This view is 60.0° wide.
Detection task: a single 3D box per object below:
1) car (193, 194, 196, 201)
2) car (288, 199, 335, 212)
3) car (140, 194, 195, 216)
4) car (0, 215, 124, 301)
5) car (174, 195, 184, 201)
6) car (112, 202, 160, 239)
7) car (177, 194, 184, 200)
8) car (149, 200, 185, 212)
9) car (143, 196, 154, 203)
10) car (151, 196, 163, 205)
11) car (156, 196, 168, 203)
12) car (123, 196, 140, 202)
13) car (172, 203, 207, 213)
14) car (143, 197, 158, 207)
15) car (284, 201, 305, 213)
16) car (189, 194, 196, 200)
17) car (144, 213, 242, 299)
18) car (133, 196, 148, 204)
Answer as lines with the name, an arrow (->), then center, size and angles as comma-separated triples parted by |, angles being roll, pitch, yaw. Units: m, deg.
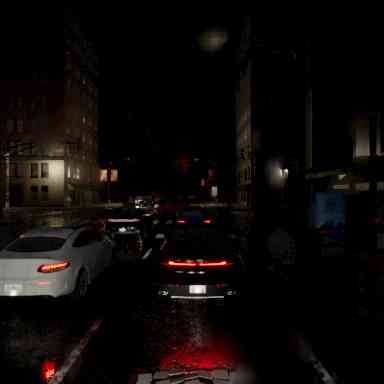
car -> 0.087, 1.602, 83.235 | 1.895, 1.301, 4.718 | 0, 0, 0
car -> 14.326, 1.624, 40.151 | 4.902, 1.511, 2.128 | 0, -1, 0
car -> -2.381, 1.347, 32.801 | 4.553, 1.767, 2.097 | 1, -1, -40
car -> -3.148, 1.528, 8.180 | 1.812, 1.442, 4.674 | 0, 0, 0
car -> -3.164, 1.532, 82.791 | 2.128, 1.511, 4.902 | 0, 0, 0
car -> -3.134, 1.498, 17.446 | 2.128, 1.511, 4.902 | 0, 0, 0
car -> -3.153, 1.316, 93.211 | 1.882, 1.535, 5.008 | 0, 0, 0
car -> -2.985, 1.646, 40.108 | 4.181, 1.385, 1.994 | 0, -1, 0
car -> -9.674, 1.542, 73.722 | 1.812, 1.442, 4.674 | 0, 0, 0
car -> -6.498, 1.544, 61.946 | 1.812, 1.442, 4.674 | 0, 0, 1
car -> -6.425, 1.558, 72.410 | 2.033, 1.411, 5.357 | 0, 0, 0
car -> -9.780, 1.523, 53.379 | 1.837, 1.490, 4.892 | 0, 0, 0
car -> 0.100, 1.532, 17.548 | 1.812, 1.442, 4.674 | 0, 0, 0
car -> -6.535, 1.523, 52.922 | 1.837, 1.490, 4.892 | 0, 0, 0
car -> 12.554, 1.686, 36.896 | 4.718, 1.301, 1.895 | 0, -1, 0
car -> 0.097, 1.378, 93.207 | 2.033, 1.411, 5.357 | 0, 0, 0
car -> 0.101, 1.507, 8.431 | 1.837, 1.490, 4.892 | 0, 0, 0
car -> -9.732, 1.509, 63.508 | 2.128, 1.511, 4.902 | 0, 0, 1
